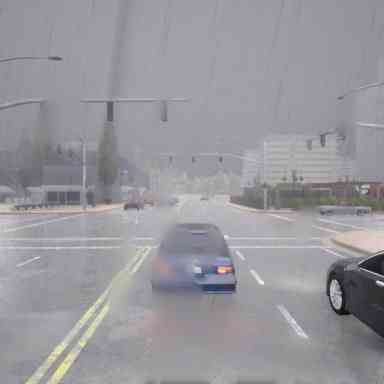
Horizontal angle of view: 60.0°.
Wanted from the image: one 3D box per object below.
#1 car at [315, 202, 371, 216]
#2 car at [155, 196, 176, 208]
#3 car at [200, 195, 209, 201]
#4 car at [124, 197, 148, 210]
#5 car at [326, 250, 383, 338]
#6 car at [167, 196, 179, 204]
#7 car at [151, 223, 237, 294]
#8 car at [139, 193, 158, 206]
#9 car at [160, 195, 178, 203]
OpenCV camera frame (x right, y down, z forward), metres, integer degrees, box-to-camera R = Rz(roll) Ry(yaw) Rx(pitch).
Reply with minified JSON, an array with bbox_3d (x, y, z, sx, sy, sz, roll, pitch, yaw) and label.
[{"bbox_3d":[14.337,1.601,31.831,4.718,1.301,1.895,0,0,1],"label":"car"},{"bbox_3d":[-3.763,1.601,47.583,1.895,1.301,4.718,0,0,0],"label":"car"},{"bbox_3d":[3.207,1.553,84.585,1.994,1.385,4.181,0,0,0],"label":"car"},{"bbox_3d":[-7.294,1.601,42.276,1.895,1.301,4.718,0,0,1],"label":"car"},{"bbox_3d":[3.546,1.505,4.662,1.837,1.490,4.892,0,0,0],"label":"car"},{"bbox_3d":[-3.760,1.564,66.720,1.994,1.385,4.181,0,0,0],"label":"car"},{"bbox_3d":[0.052,1.547,8.906,2.033,1.411,5.357,0,0,0],"label":"car"},{"bbox_3d":[-7.276,1.222,53.669,2.150,2.045,5.566,0,0,0],"label":"car"},{"bbox_3d":[-3.781,1.491,56.853,2.128,1.511,4.902,0,0,0],"label":"car"}]
